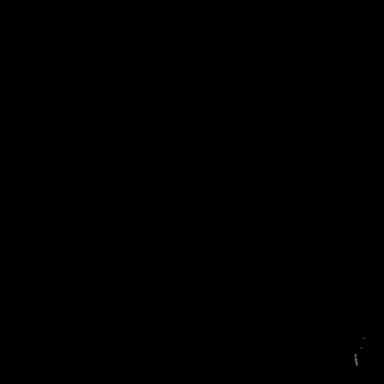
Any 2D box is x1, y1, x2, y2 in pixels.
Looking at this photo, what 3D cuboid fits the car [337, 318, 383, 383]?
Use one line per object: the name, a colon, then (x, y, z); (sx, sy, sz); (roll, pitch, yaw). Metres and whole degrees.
car: (4.065, 1.488, 2.372); (5.566, 2.045, 2.150); (2, -3, -2)
